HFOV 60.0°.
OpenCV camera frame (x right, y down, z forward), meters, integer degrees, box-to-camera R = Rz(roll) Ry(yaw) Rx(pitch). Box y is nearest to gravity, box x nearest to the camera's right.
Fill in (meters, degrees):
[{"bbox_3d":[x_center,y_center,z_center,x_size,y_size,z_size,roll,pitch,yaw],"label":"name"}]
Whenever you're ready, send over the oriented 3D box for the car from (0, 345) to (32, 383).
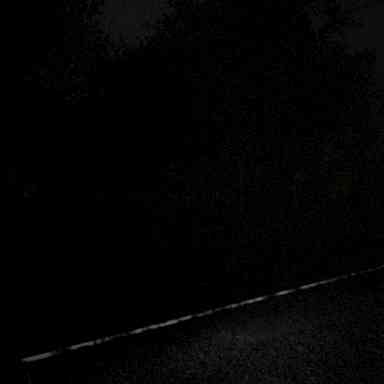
[{"bbox_3d":[-3.327,1.485,1.384,4.902,1.511,2.128,0,0,-35],"label":"car"}]
